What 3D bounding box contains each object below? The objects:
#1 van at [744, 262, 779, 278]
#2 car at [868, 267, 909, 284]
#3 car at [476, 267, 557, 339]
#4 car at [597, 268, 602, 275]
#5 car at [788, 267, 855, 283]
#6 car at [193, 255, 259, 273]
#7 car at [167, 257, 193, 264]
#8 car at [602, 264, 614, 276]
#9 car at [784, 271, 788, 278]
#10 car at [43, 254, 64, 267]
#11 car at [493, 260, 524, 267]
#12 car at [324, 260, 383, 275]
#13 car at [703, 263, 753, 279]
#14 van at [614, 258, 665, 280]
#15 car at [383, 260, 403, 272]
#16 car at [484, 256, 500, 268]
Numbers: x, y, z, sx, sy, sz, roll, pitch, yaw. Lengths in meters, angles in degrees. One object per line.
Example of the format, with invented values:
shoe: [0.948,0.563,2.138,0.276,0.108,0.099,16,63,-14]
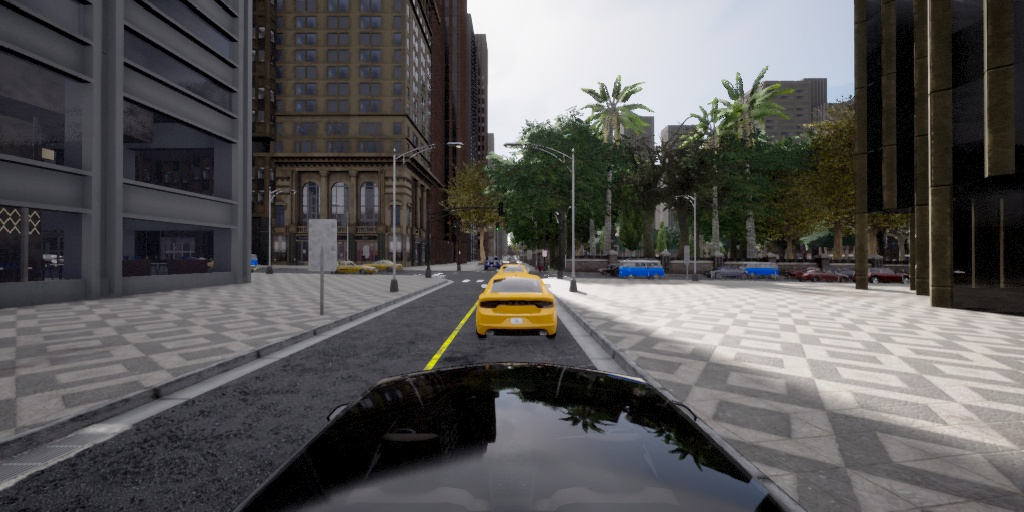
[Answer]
van: [28.554,1.637,41.566,3.998,1.789,1.690,0,0,0]
car: [34.036,1.778,33.006,4.097,1.591,1.967,0,0,0]
car: [0.113,1.230,10.145,1.882,1.535,5.008,0,0,0]
car: [11.984,1.605,41.669,4.207,1.307,1.802,0,0,0]
car: [28.512,1.830,33.041,4.207,1.307,1.802,0,0,0]
car: [-26.315,0.868,33.382,4.829,1.417,1.751,0,0,0]
car: [-37.782,0.775,41.978,4.313,1.339,1.948,0,0,0]
car: [13.090,1.248,39.005,5.566,2.045,2.150,1,0,0]
car: [34.077,1.933,41.532,4.507,1.381,1.888,0,0,0]
car: [-43.497,0.509,33.488,4.097,1.591,1.967,0,0,0]
car: [0.071,1.236,22.075,1.882,1.535,5.008,0,0,1]
car: [-14.975,1.053,33.311,4.829,1.417,1.751,0,0,0]
car: [23.171,1.757,38.931,4.181,1.385,1.994,1,0,1]
van: [11.942,1.315,33.144,3.998,1.789,1.690,0,0,0]
car: [-15.272,1.102,41.838,4.829,1.417,1.751,0,0,0]
car: [-2.975,1.035,54.550,2.150,2.045,5.566,0,0,0]
